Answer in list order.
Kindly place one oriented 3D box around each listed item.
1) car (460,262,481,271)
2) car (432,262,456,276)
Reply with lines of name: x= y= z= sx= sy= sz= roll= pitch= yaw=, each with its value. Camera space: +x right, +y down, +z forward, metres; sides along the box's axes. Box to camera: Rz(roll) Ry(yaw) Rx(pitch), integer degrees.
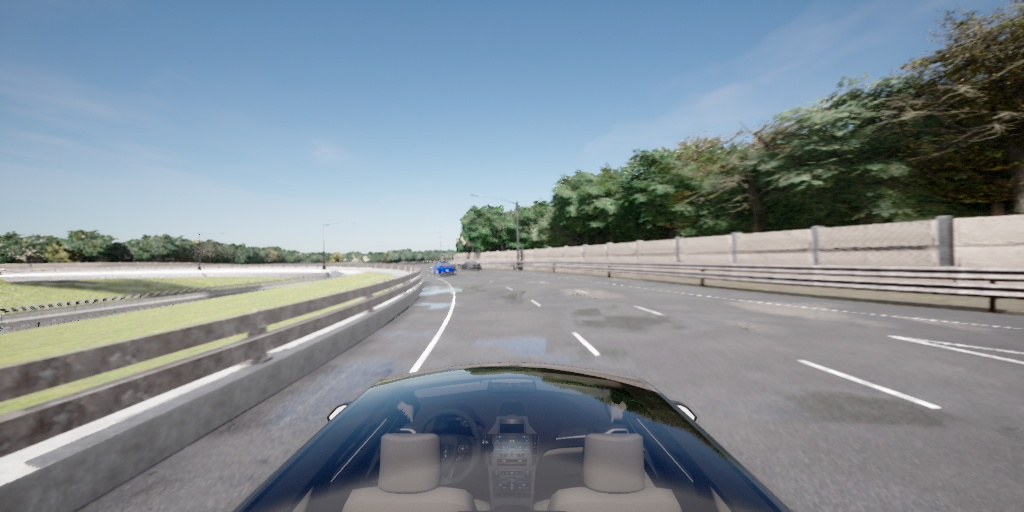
car: x=-6.560 y=1.573 z=55.614 sx=2.033 sy=1.411 sz=5.357 roll=-1 pitch=0 yaw=-30
car: x=-8.384 y=1.506 z=43.275 sx=1.882 sy=1.535 sz=5.008 roll=-1 pitch=0 yaw=-24
